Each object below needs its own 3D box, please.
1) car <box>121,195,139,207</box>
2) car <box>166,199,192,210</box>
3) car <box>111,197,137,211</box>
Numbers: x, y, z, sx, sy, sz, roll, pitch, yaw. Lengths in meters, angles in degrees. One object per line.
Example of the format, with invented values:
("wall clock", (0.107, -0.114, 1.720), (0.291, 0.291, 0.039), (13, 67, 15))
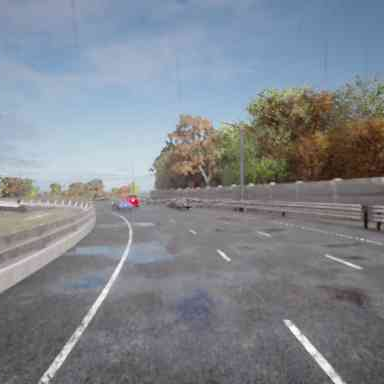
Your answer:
("car", (-10.389, 1.451, 53.525), (2.150, 2.045, 5.566), (0, 0, -29))
("car", (-1.833, 1.658, 44.098), (2.033, 1.411, 5.357), (-1, 0, -24))
("car", (-9.355, 1.746, 43.870), (2.033, 1.411, 5.357), (-1, 0, -25))
